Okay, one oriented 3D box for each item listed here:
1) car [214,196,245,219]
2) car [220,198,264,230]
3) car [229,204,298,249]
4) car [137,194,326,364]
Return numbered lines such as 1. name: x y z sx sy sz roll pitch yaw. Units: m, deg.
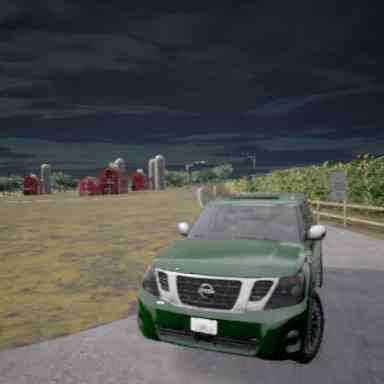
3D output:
1. car: 2.879 1.172 26.446 1.837 1.490 4.892 -1 0 0
2. car: 2.844 1.192 20.103 1.882 1.535 5.008 -1 0 0
3. car: 2.786 1.323 14.044 1.994 1.385 4.181 -1 0 0
4. car: 1.186 1.075 6.158 2.150 2.045 5.566 -1 0 23
